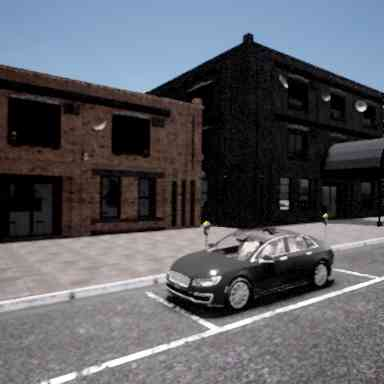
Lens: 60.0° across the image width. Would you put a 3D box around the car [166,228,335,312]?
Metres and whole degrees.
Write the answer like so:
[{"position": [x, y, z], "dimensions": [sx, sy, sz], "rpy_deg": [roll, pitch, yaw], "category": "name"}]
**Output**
[{"position": [1.501, 1.550, 7.617], "dimensions": [4.403, 1.369, 2.008], "rpy_deg": [0, 1, -35], "category": "car"}]
